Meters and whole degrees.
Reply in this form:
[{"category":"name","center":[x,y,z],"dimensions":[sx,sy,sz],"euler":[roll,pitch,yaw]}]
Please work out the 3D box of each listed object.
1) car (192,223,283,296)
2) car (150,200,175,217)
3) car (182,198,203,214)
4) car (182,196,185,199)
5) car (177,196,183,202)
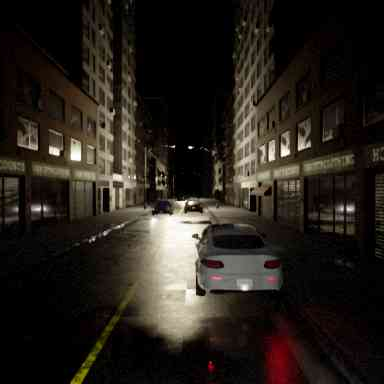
[{"category":"car","center":[0.988,1.523,8.491],"dimensions":[1.812,1.442,4.674],"euler":[0,0,0]},{"category":"car","center":[-2.753,1.527,31.955],"dimensions":[1.812,1.442,4.674],"euler":[0,0,0]},{"category":"car","center":[0.171,1.568,35.738],"dimensions":[1.994,1.385,4.181],"euler":[0,0,1]},{"category":"car","center":[0.151,1.505,45.707],"dimensions":[2.128,1.511,4.902],"euler":[0,0,0]},{"category":"car","center":[-2.515,1.605,77.062],"dimensions":[2.033,1.411,5.357],"euler":[0,0,0]}]
